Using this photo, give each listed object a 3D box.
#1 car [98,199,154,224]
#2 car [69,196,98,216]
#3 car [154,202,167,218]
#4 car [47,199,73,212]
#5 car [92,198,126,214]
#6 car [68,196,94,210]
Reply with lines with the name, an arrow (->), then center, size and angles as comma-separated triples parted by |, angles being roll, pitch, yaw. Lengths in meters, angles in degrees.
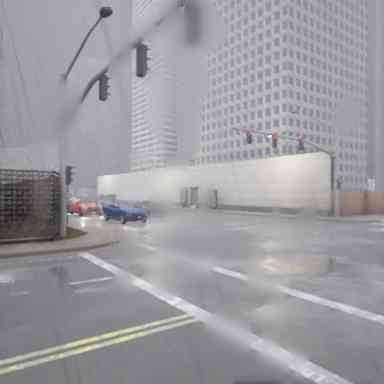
car -> -5.074, 1.490, 25.079 | 1.882, 1.535, 5.008 | 0, 0, -35
car -> -10.378, 1.364, 32.568 | 2.097, 1.767, 4.553 | 0, 0, -35
car -> -4.004, 1.540, 29.625 | 1.837, 1.490, 4.892 | 0, 0, -35
car -> -16.185, 1.613, 40.776 | 1.895, 1.301, 4.718 | 0, 0, -35
car -> -9.359, 1.513, 37.189 | 1.882, 1.535, 5.008 | 0, 0, -35
car -> -15.191, 1.387, 45.449 | 2.097, 1.767, 4.553 | 0, 0, -35
